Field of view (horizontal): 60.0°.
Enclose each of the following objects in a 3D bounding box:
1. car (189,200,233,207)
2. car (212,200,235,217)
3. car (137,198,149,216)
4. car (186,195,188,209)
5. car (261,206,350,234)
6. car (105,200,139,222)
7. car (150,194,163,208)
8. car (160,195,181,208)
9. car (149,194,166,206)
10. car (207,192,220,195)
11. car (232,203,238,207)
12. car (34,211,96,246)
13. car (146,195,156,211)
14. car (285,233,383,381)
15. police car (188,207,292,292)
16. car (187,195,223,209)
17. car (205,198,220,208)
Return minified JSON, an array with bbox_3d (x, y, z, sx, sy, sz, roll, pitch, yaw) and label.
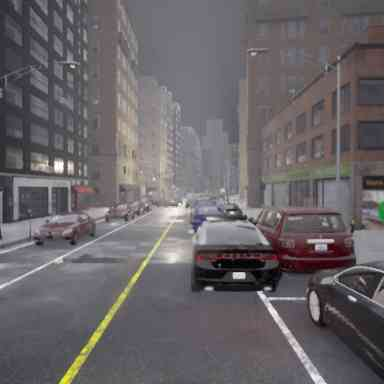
[{"bbox_3d":[0.946,1.466,18.946,1.882,1.535,5.008,0,0,0],"label":"car"},{"bbox_3d":[2.928,1.500,31.963,1.752,1.417,4.829,-1,0,0],"label":"car"},{"bbox_3d":[-5.597,1.557,31.802,1.802,1.307,4.206,-1,0,0],"label":"car"},{"bbox_3d":[0.136,1.522,44.864,1.994,1.385,4.181,0,0,0],"label":"car"},{"bbox_3d":[2.872,1.309,9.768,2.192,1.841,5.009,-1,0,0],"label":"car"},{"bbox_3d":[-5.611,1.563,26.294,1.802,1.307,4.206,-1,0,0],"label":"car"},{"bbox_3d":[-5.560,1.268,48.326,2.192,1.841,5.009,-1,0,0],"label":"car"},{"bbox_3d":[-2.971,1.519,46.829,1.994,1.385,4.181,0,0,0],"label":"car"},{"bbox_3d":[-5.546,1.259,53.833,2.192,1.841,5.009,-1,0,0],"label":"car"},{"bbox_3d":[5.974,1.414,92.640,1.947,1.339,4.313,0,0,9],"label":"car"},{"bbox_3d":[2.914,1.547,26.287,1.947,1.339,4.313,-1,0,0],"label":"car"},{"bbox_3d":[-5.637,1.572,15.279,1.802,1.307,4.206,-1,0,0],"label":"car"},{"bbox_3d":[-5.585,1.408,37.310,1.967,1.590,4.097,-1,0,0],"label":"car"},{"bbox_3d":[2.861,1.548,4.262,2.008,1.369,4.403,-1,0,0],"label":"car"},{"bbox_3d":[0.922,1.420,9.056,1.930,1.638,5.238,0,0,0],"label":"police car"},{"bbox_3d":[0.900,1.334,24.916,2.097,1.767,4.553,0,0,0],"label":"car"},{"bbox_3d":[2.968,1.519,48.312,1.947,1.339,4.313,-1,0,0],"label":"car"}]
